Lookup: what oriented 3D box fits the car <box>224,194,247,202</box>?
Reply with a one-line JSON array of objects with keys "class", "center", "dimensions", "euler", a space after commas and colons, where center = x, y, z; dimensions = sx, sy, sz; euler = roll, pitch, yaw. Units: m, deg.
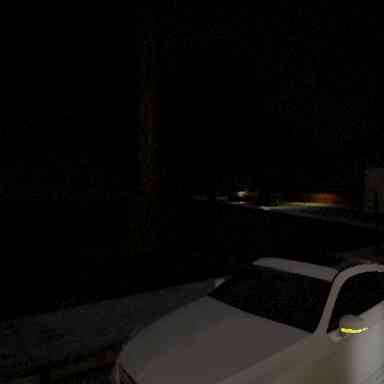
[{"class": "car", "center": [8.245, 1.176, 63.552], "dimensions": [2.033, 1.411, 5.357], "euler": [-1, 1, -8]}]

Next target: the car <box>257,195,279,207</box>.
[{"class": "car", "center": [10.580, 1.270, 46.732], "dimensions": [1.837, 1.490, 4.892], "euler": [-1, 1, -8]}]

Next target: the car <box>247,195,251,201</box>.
[{"class": "car", "center": [10.497, 1.155, 67.882], "dimensions": [1.895, 1.301, 4.718], "euler": [-1, 1, -8]}]

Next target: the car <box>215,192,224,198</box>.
[{"class": "car", "center": [7.413, 0.858, 88.787], "dimensions": [1.812, 1.442, 4.674], "euler": [-1, 1, -8]}]

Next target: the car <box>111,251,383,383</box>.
[{"class": "car", "center": [1.350, 1.542, 4.090], "dimensions": [4.674, 1.442, 1.812], "euler": [0, 0, -38]}]
